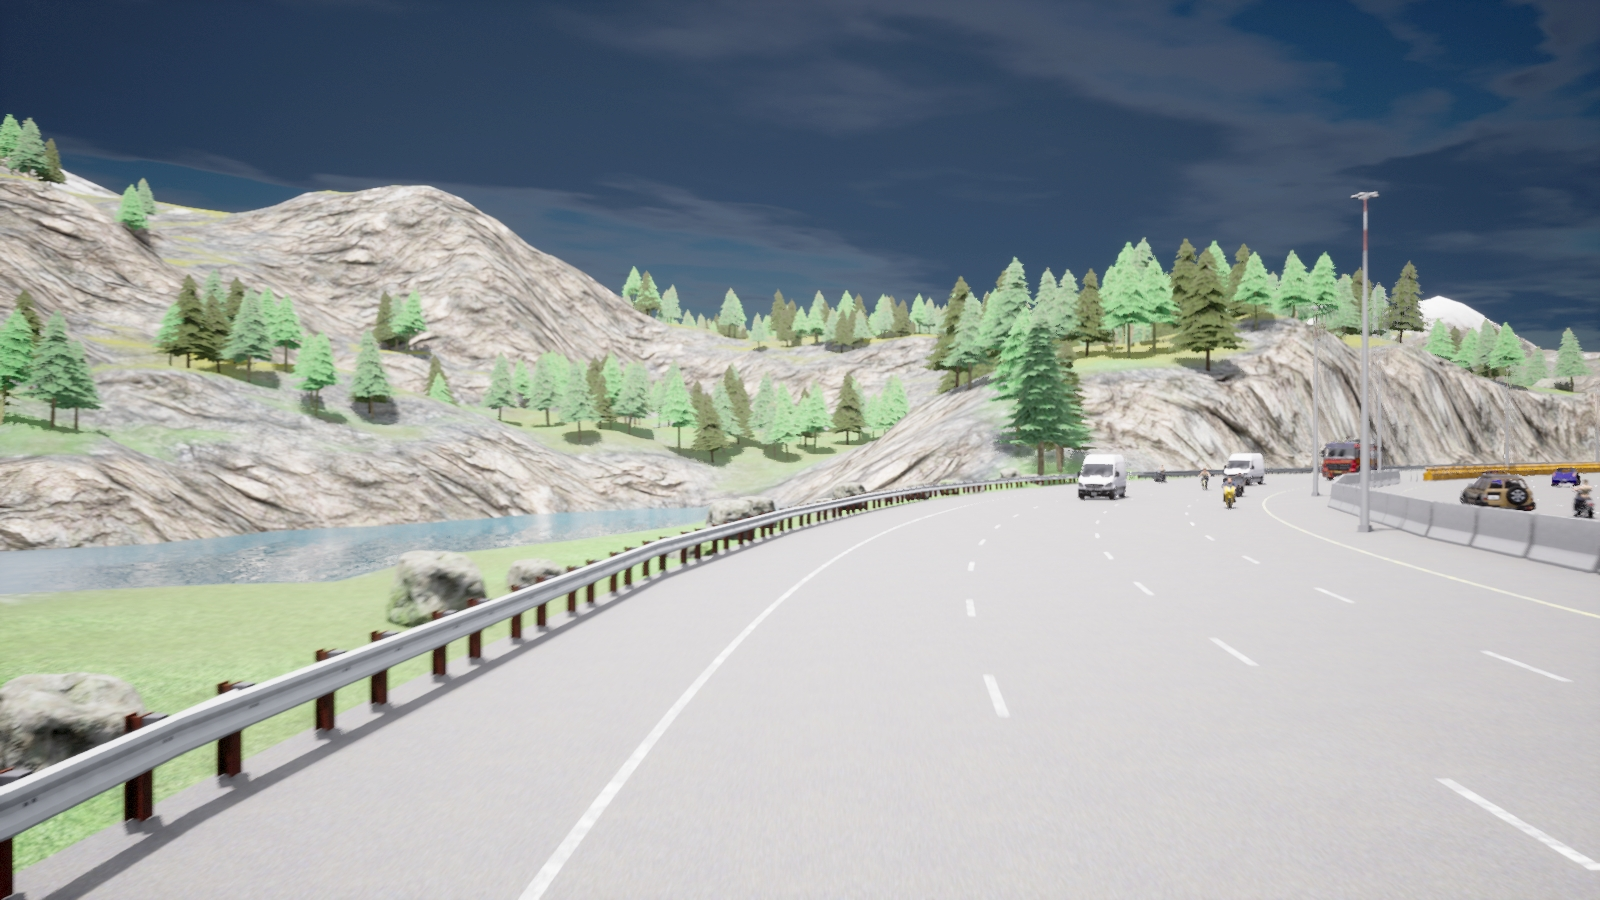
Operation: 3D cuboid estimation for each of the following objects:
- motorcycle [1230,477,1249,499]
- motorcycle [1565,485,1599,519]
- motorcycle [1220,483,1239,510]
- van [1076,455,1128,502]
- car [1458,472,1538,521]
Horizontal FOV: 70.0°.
[{"bbox_3d":[26.329,2.241,68.434,0.867,1.251,2.209,0,0,26],"label":"motorcycle"},{"bbox_3d":[32.999,2.192,48.135,0.764,1.325,2.356,0,0,21],"label":"motorcycle"},{"bbox_3d":[20.556,2.205,54.679,0.803,1.217,2.033,0,0,20],"label":"motorcycle"},{"bbox_3d":[17.355,1.558,65.536,1.988,2.561,5.915,0,0,24],"label":"van"},{"bbox_3d":[29.385,1.904,48.241,1.932,1.855,4.605,0,0,19],"label":"car"}]
